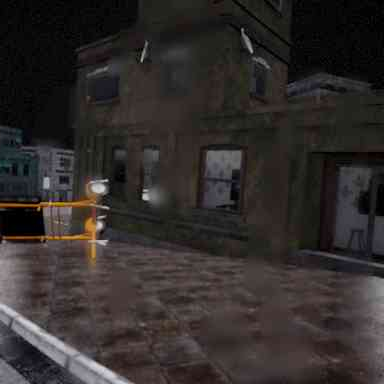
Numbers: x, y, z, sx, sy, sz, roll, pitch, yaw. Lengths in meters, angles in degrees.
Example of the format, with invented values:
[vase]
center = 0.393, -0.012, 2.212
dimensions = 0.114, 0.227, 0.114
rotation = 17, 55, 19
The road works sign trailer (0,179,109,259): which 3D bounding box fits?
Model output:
[road works sign trailer]
center = -4.812, 1.190, 11.717
dimensions = 3.560, 2.380, 2.880
rotation = 2, 43, -17
